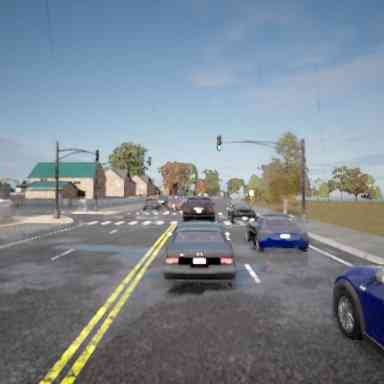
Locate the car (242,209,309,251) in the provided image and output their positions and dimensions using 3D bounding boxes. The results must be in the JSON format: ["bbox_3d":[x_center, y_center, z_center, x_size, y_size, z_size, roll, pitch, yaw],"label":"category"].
[{"bbox_3d":[3.527,1.624,14.359,1.994,1.385,4.181,0,0,2],"label":"car"}]

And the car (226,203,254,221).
[{"bbox_3d":[3.829,1.622,26.131,1.837,1.490,4.892,0,0,2],"label":"car"}]

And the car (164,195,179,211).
[{"bbox_3d":[-2.105,1.575,44.614,2.097,1.767,4.553,0,0,3],"label":"car"}]

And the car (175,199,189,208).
[{"bbox_3d":[-1.591,1.876,53.548,1.895,1.301,4.718,0,0,4],"label":"car"}]

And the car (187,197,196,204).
[{"bbox_3d":[-0.075,1.931,73.439,1.812,1.442,4.674,0,0,5],"label":"car"}]

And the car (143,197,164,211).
[{"bbox_3d":[-5.338,1.791,44.932,1.994,1.385,4.181,0,0,3],"label":"car"}]

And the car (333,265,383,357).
[{"bbox_3d":[3.387,1.367,3.713,2.097,1.767,4.553,0,0,0],"label":"car"}]

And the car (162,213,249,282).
[{"bbox_3d":[0.198,1.589,9.877,2.033,1.411,5.357,0,0,1],"label":"car"}]

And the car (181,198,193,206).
[{"bbox_3d":[-0.918,1.860,63.013,1.812,1.442,4.674,0,0,5],"label":"car"}]

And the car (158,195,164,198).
[{"bbox_3d":[-4.753,1.509,55.071,2.150,2.045,5.566,0,0,4],"label":"car"}]

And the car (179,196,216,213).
[{"bbox_3d":[0.497,1.328,23.729,2.150,2.045,5.566,0,0,1],"label":"car"}]
